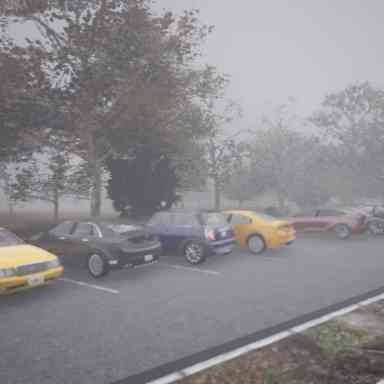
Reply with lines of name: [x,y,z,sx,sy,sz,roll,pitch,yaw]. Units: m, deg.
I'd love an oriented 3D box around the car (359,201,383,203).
car: [11.120,1.499,20.794,5.008,1.535,2.097,-1,-1,33]

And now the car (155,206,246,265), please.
car: [-0.718,1.379,11.901,4.553,1.767,2.185,-1,-1,34]

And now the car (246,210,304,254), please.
car: [1.656,1.503,13.662,5.008,1.535,2.097,-1,0,34]

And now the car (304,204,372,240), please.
car: [6.375,1.531,17.222,4.792,1.488,2.163,-1,-1,33]

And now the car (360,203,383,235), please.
car: [8.796,1.529,18.984,4.792,1.488,2.163,-1,-1,33]

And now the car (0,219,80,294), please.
car: [-5.399,1.501,8.340,5.366,1.575,1.946,-1,-1,34]

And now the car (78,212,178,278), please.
car: [-3.141,1.507,10.170,4.892,1.521,2.231,-1,0,34]
